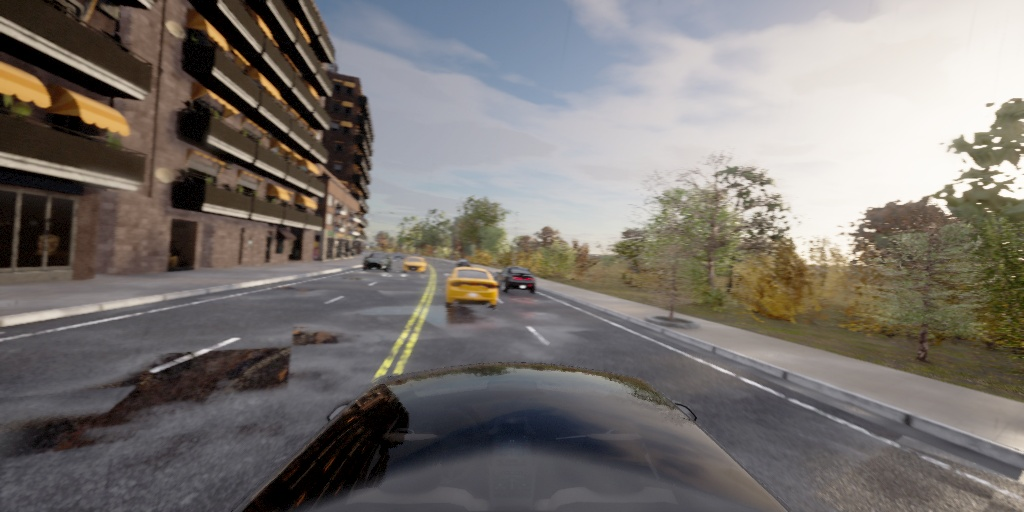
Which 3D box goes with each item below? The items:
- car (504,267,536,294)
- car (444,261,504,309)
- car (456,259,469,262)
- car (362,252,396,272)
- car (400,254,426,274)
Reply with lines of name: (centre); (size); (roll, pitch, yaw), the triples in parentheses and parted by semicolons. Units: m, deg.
car: (0.141, 1.424, 22.139); (1.837, 1.490, 4.892); (4, -1, -11)
car: (-1.798, 1.202, 15.008); (1.882, 1.535, 5.008); (4, 0, -10)
car: (-7.496, 1.137, 54.655); (1.812, 1.442, 4.674); (4, 0, -15)
car: (-12.245, 0.466, 32.834); (2.097, 1.767, 4.553); (4, 0, -12)
car: (-9.204, 0.819, 34.044); (1.882, 1.535, 5.008); (4, -1, -13)
